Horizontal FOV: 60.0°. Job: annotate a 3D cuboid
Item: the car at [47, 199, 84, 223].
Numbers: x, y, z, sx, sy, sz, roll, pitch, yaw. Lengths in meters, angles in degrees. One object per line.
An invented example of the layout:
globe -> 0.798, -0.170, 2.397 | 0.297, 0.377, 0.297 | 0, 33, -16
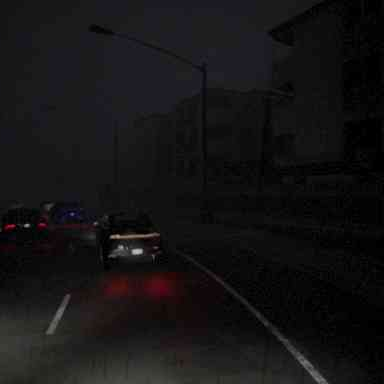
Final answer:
car -> -9.518, 1.395, 25.228 | 1.882, 1.535, 5.008 | -1, 0, -29

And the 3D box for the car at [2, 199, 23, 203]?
car -> -16.834, 1.409, 31.051 | 1.882, 1.535, 5.008 | -1, 0, -31

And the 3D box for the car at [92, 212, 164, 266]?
car -> -2.331, 1.442, 11.571 | 2.128, 1.511, 4.902 | 0, 0, -19

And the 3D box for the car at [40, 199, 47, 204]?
car -> -14.087, 1.427, 33.275 | 1.812, 1.442, 4.674 | -1, 0, -31

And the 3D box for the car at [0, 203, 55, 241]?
car -> -8.457, 1.506, 16.683 | 2.033, 1.411, 5.357 | -1, 0, -30
